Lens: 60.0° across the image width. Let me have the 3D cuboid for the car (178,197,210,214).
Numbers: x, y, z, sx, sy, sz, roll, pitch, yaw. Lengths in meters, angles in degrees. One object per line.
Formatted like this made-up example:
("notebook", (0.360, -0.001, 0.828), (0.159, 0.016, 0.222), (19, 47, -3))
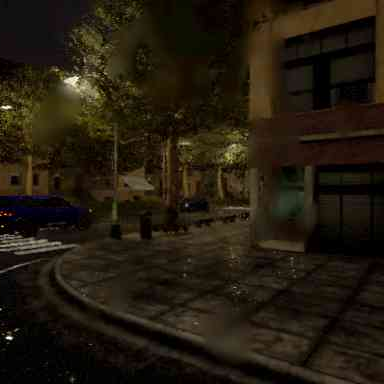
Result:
("car", (-0.064, 1.320, 35.113), (2.097, 1.767, 4.553), (0, 0, 36))

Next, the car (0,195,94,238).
("car", (-7.940, 1.190, 17.940), (2.150, 2.045, 5.566), (-1, 0, 33))
